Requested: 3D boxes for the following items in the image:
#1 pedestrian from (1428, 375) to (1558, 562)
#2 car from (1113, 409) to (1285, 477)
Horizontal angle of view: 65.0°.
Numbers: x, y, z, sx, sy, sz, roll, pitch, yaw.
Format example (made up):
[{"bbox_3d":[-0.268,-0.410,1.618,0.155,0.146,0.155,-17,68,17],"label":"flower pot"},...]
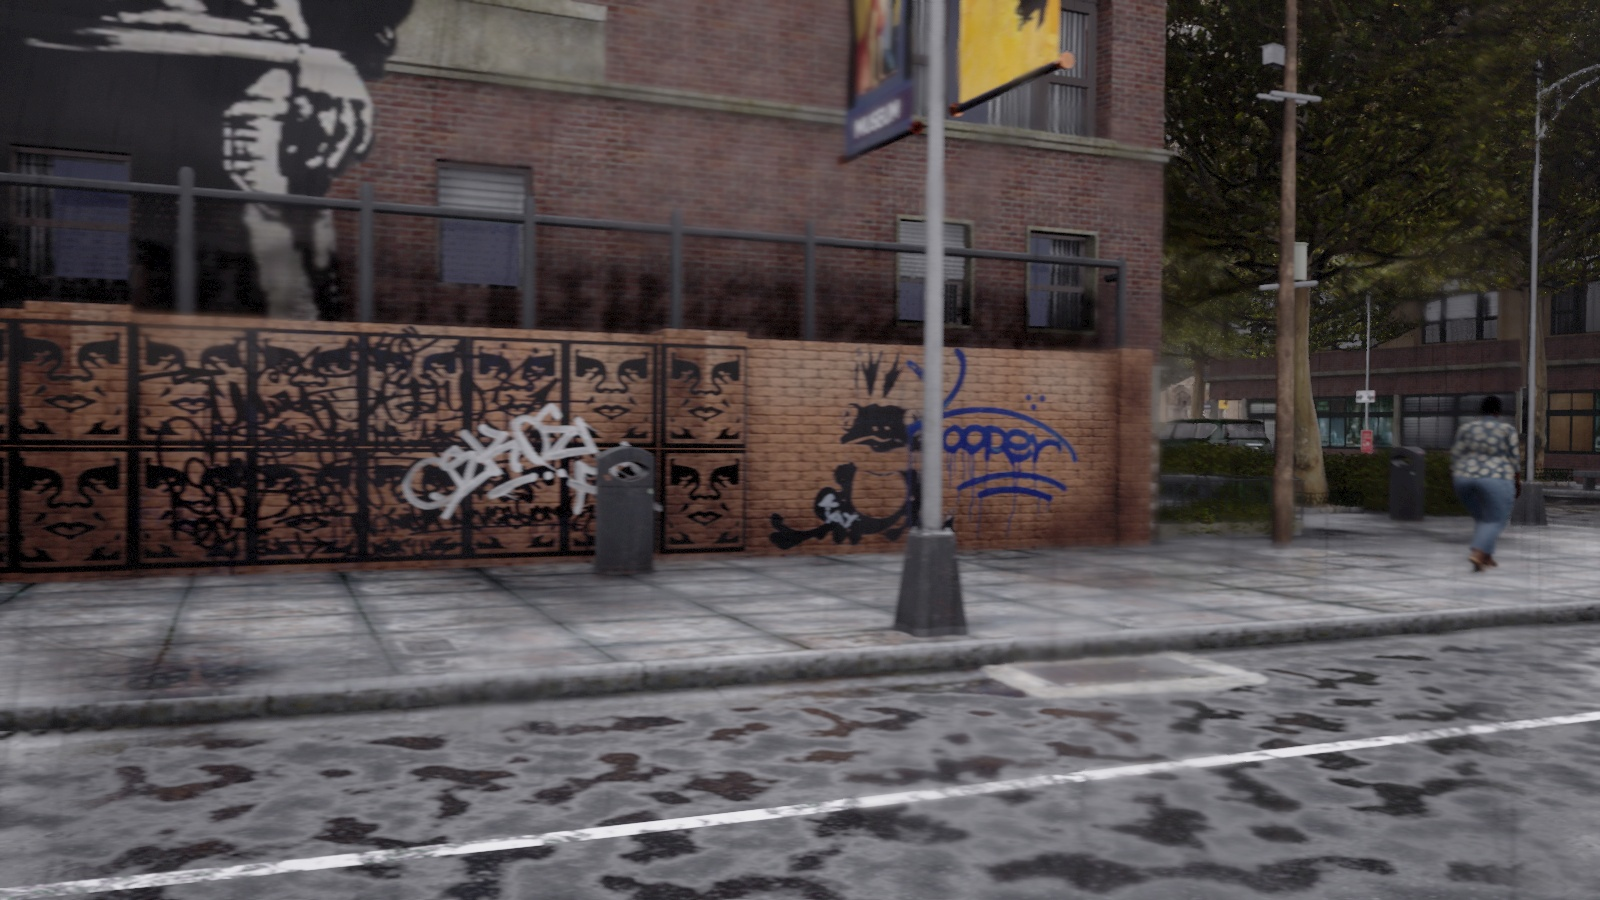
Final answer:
[{"bbox_3d":[7.194,0.172,13.043,0.900,1.855,0.874,-1,1,-36],"label":"pedestrian"},{"bbox_3d":[12.717,-0.256,40.519,2.150,2.045,5.566,-1,1,-23],"label":"car"}]
